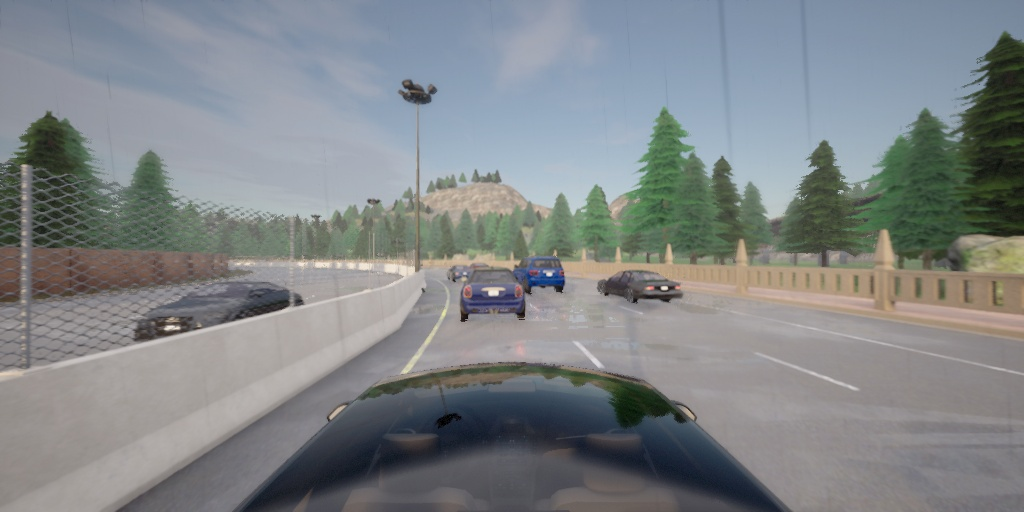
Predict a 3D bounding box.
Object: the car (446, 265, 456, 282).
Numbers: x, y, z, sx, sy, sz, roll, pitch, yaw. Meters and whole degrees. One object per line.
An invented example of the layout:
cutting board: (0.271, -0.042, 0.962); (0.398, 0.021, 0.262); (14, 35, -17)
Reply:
car: (-4.531, 1.483, 31.195); (2.033, 1.411, 5.357); (0, 0, -17)

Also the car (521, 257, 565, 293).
car: (1.462, 1.086, 21.601); (2.150, 2.045, 5.566); (0, 0, -11)

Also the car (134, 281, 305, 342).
car: (-7.479, 1.380, 9.743); (1.994, 1.385, 4.181); (0, 0, -4)

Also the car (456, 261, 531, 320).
car: (-0.797, 1.172, 13.128); (2.097, 1.767, 4.553); (0, 0, -6)

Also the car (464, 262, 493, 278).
car: (-3.739, 1.460, 39.388); (1.882, 1.535, 5.008); (0, 0, -21)

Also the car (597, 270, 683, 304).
car: (5.822, 1.375, 17.044); (2.033, 1.411, 5.357); (0, 0, -8)
